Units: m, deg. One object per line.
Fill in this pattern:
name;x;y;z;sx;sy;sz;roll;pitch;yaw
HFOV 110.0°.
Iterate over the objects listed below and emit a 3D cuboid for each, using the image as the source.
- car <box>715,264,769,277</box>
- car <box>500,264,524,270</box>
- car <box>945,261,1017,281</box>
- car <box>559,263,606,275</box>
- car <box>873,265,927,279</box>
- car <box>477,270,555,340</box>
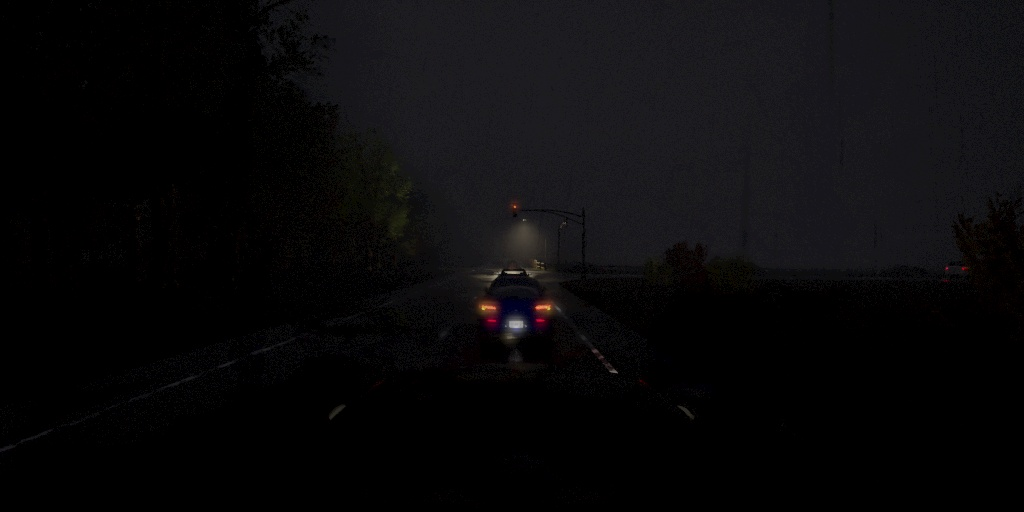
car;26.164;1.642;40.867;5.357;1.411;2.033;1;-1;0
car;0.091;1.319;18.628;1.994;1.385;4.181;0;0;0
car;48.533;1.500;37.181;5.566;2.045;2.150;1;-1;0
car;8.239;1.464;42.033;5.357;1.411;2.033;0;-1;17
car;44.069;1.782;40.768;4.902;1.511;2.128;1;-1;1
car;0.097;1.278;9.873;1.812;1.442;4.674;0;0;0
